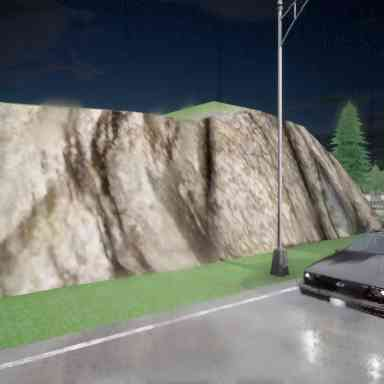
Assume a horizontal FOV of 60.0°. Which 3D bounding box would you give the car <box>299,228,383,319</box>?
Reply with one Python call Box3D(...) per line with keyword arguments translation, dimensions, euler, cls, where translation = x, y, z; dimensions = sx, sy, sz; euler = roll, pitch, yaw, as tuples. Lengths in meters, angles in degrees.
Box3D(translation=(4.714, 1.547, 7.386), dimensions=(5.357, 1.411, 2.033), euler=(0, 0, -36), cls="car")
